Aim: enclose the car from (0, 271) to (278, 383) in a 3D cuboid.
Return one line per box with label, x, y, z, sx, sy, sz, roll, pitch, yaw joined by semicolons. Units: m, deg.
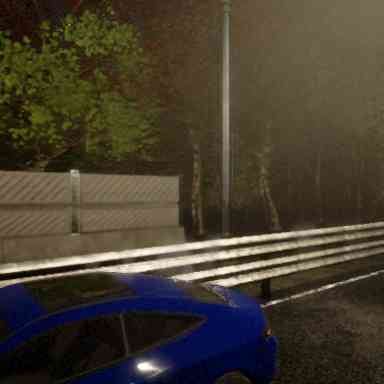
car;-1.248;1.524;2.780;4.674;1.442;1.812;0;0;-36
